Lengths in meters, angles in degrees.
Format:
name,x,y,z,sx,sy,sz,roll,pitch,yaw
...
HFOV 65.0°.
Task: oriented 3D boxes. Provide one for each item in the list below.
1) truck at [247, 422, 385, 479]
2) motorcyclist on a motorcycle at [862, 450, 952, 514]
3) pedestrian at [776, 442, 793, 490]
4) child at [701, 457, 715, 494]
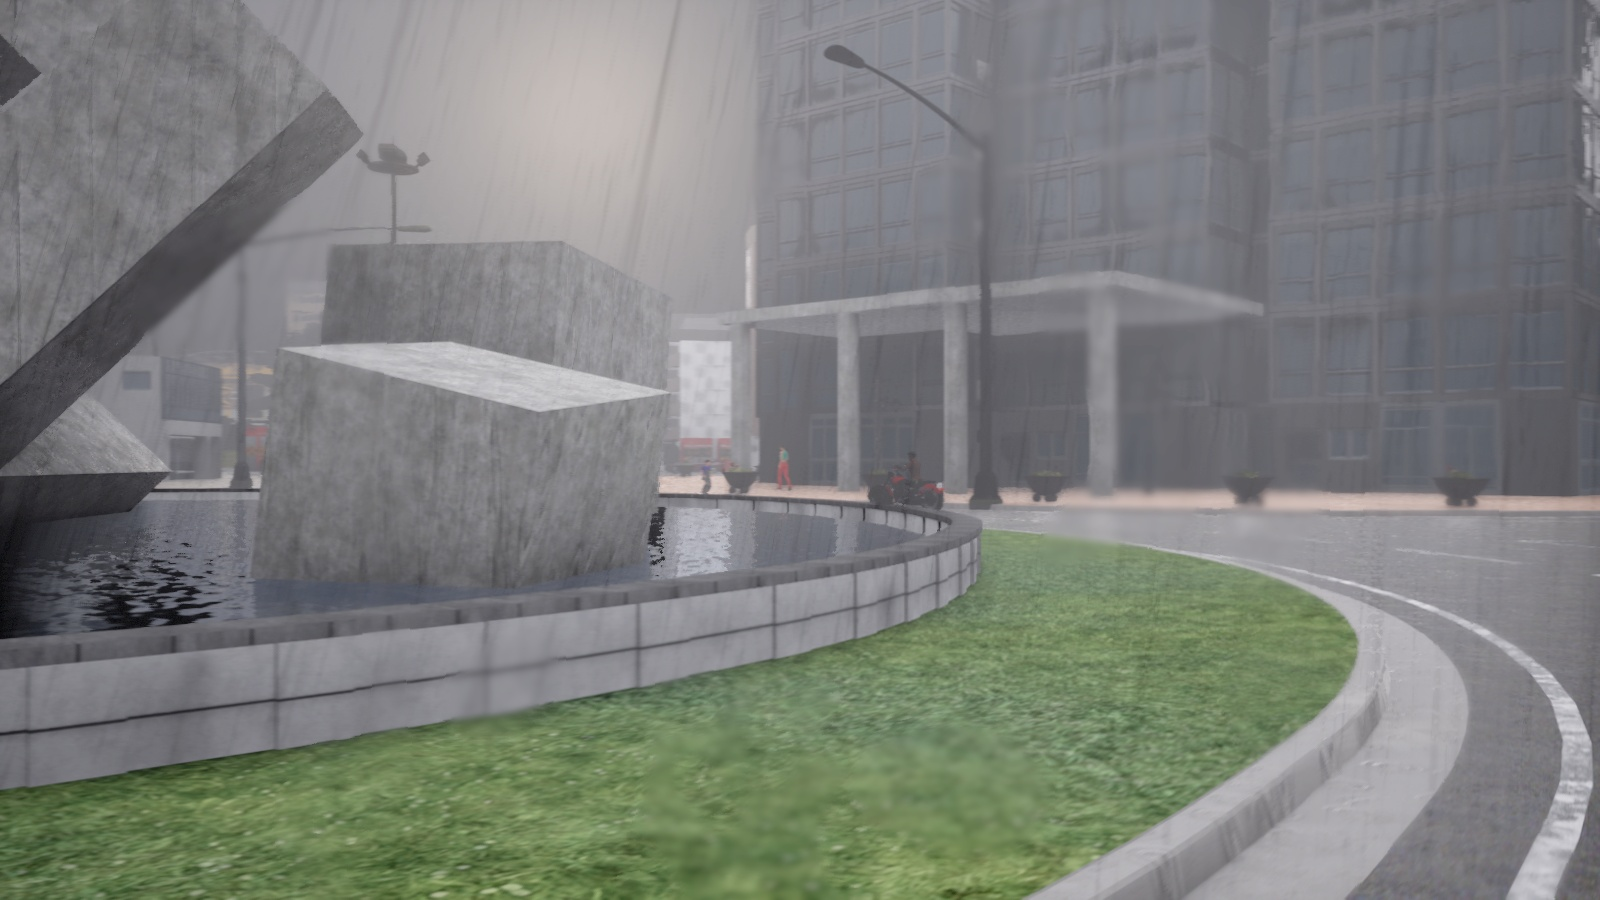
name,x,y,z,sx,sy,sz,roll,pitch,yaw
truck,-33.314,0.052,86.678,8.468,3.827,2.891,0,0,-8
motorcyclist on a motorcycle,2.809,0.826,33.199,2.350,1.649,0.766,-1,0,40
pedestrian,-0.584,0.630,48.448,0.345,1.836,0.594,0,0,-41
child,-3.170,0.873,43.243,0.270,1.263,0.437,0,0,-43
